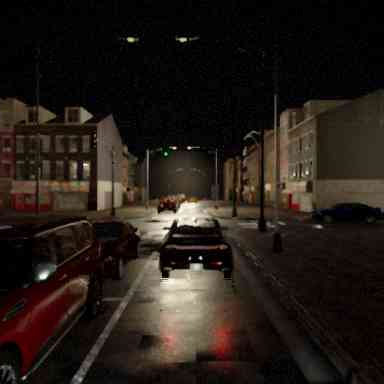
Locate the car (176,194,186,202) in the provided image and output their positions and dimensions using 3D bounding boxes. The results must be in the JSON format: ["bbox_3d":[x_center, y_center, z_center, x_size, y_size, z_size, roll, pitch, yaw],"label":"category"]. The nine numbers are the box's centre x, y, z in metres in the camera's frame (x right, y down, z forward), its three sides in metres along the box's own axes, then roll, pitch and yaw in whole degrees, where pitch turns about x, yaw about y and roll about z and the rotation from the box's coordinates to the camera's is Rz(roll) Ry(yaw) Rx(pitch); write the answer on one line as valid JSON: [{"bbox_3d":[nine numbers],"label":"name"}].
[{"bbox_3d":[-2.622,1.450,79.780,2.192,1.841,5.009,0,0,0],"label":"car"}]

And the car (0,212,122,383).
[{"bbox_3d":[-2.643,1.319,4.521,2.192,1.841,5.009,0,0,0],"label":"car"}]

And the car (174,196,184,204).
[{"bbox_3d":[-2.623,1.632,68.756,1.752,1.417,4.829,0,0,0],"label":"car"}]

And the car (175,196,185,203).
[{"bbox_3d":[-2.621,1.687,74.352,1.947,1.339,4.313,0,0,0],"label":"car"}]

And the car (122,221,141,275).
[{"bbox_3d":[-2.640,1.553,9.954,1.887,1.381,4.507,0,0,0],"label":"car"}]

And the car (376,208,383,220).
[{"bbox_3d":[15.709,1.274,21.930,5.566,2.045,2.150,0,0,2],"label":"car"}]

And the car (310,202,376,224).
[{"bbox_3d":[11.355,1.508,24.726,5.008,1.535,1.882,0,0,0],"label":"car"}]

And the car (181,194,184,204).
[{"bbox_3d":[-2.631,1.374,47.218,2.192,1.841,5.009,0,0,0],"label":"car"}]

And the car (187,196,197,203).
[{"bbox_3d":[0.023,1.653,77.184,2.128,1.511,4.902,0,0,0],"label":"car"}]

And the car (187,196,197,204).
[{"bbox_3d":[0.021,1.580,66.736,1.882,1.535,5.008,0,0,0],"label":"car"}]

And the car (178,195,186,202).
[{"bbox_3d":[-2.619,1.590,85.206,1.967,1.590,4.097,0,0,0],"label":"car"}]

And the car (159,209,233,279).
[{"bbox_3d":[0.119,1.500,10.050,2.128,1.511,4.902,0,0,0],"label":"car"}]

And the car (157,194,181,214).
[{"bbox_3d":[-2.634,1.356,36.364,2.192,1.841,5.009,0,0,0],"label":"car"}]

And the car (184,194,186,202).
[{"bbox_3d":[-2.624,1.645,63.498,2.008,1.369,4.403,0,0,0],"label":"car"}]
